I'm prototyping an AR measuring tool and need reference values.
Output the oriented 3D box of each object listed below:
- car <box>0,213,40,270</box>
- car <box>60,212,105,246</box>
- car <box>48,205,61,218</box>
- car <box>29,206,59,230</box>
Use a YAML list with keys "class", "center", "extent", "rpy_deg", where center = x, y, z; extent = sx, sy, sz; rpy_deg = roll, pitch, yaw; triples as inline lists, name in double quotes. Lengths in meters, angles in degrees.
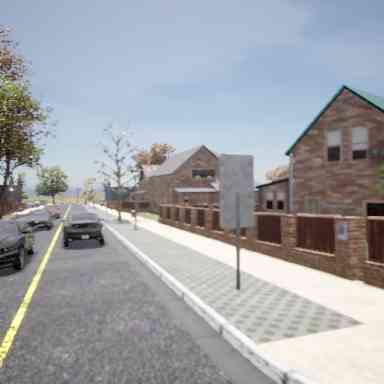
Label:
- class: "car"
  center: [-6.778, 1.730, 11.762]
  extent: [1.882, 1.535, 5.008]
  rpy_deg: [-1, -1, -19]
- class: "car"
  center: [-5.613, 1.798, 17.143]
  extent: [1.837, 1.490, 4.892]
  rpy_deg: [-1, -1, -20]
- class: "car"
  center: [-15.495, 2.204, 36.536]
  extent: [1.812, 1.442, 4.674]
  rpy_deg: [-1, -1, -19]
- class: "car"
  center: [-11.470, 2.029, 25.037]
  extent: [2.033, 1.411, 5.357]
  rpy_deg: [-1, -1, -19]
